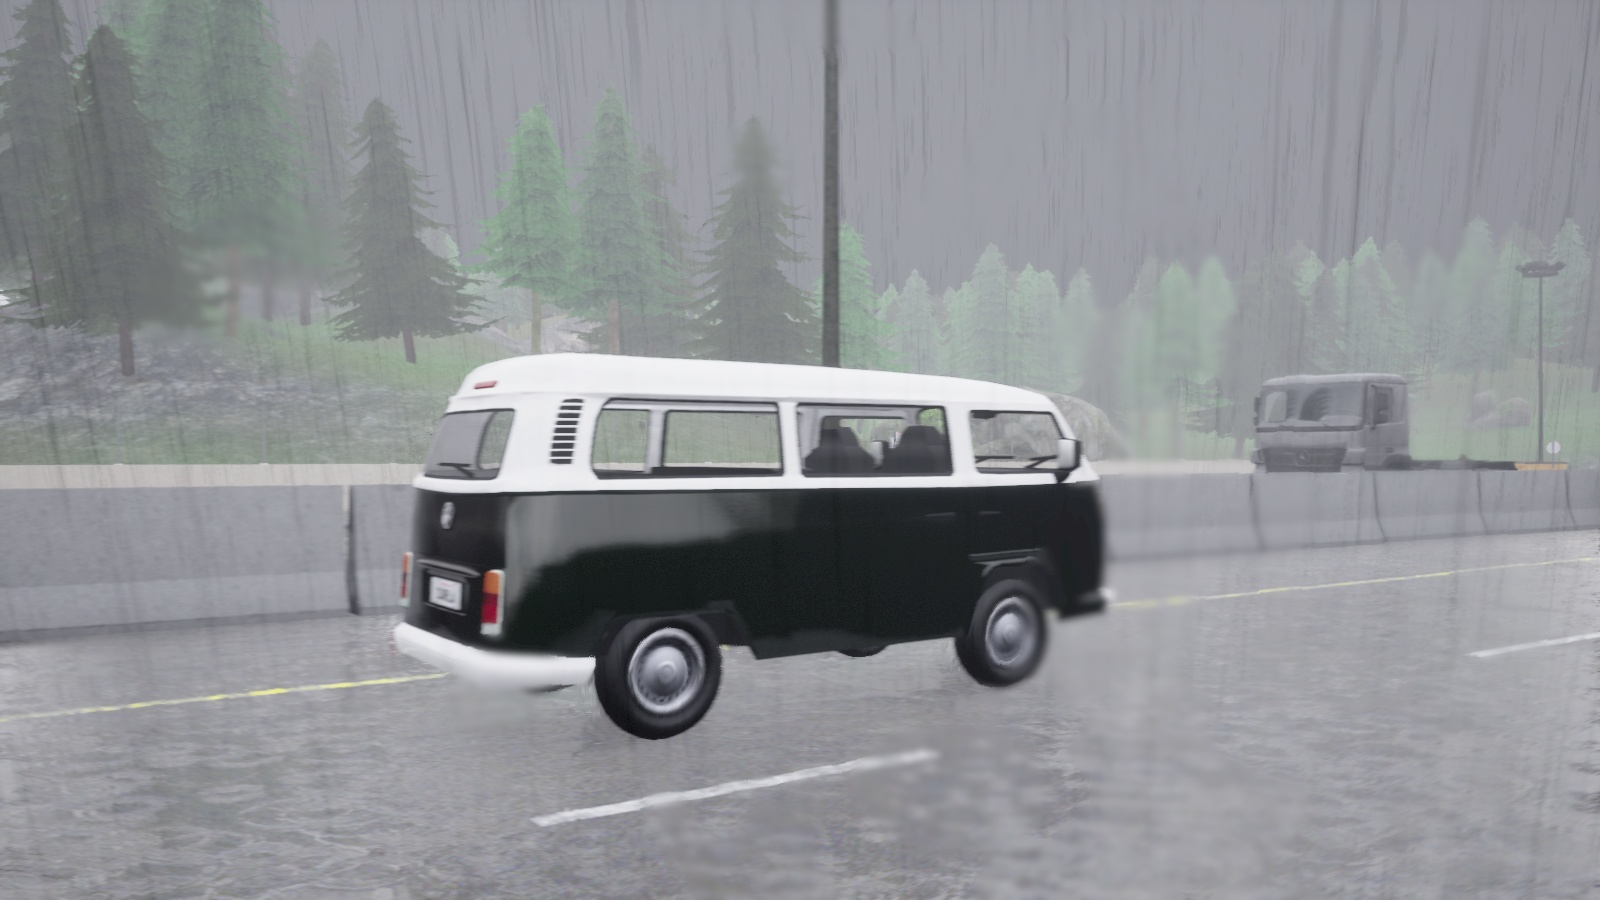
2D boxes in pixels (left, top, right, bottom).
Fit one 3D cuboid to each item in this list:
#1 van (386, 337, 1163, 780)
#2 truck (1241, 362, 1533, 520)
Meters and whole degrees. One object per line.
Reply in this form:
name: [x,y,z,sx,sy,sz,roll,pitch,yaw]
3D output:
van: [-0.028,0.490,7.905,4.480,2.038,2.069,0,0,-35]
truck: [14.549,-0.192,30.846,7.936,3.462,2.891,0,0,-35]
